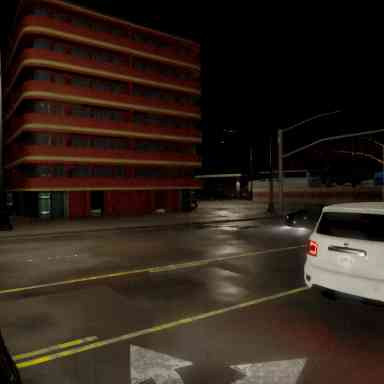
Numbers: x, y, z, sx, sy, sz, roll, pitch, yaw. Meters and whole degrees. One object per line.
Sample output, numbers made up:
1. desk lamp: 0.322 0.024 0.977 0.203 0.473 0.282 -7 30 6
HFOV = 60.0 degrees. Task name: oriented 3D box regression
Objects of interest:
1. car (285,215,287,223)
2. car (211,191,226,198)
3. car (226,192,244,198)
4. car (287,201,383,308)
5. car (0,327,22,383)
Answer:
1. car: 8.799 1.555 23.003 5.357 1.411 2.033 0 0 -35
2. car: 7.393 0.671 89.321 4.611 1.667 2.242 -1 1 -35
3. car: 11.360 0.818 85.096 3.806 1.475 1.970 -1 1 -35
4. car: 4.767 1.218 7.130 5.566 2.045 2.150 0 0 -35
5. car: -3.674 1.222 1.131 5.566 2.045 2.150 0 0 -35
